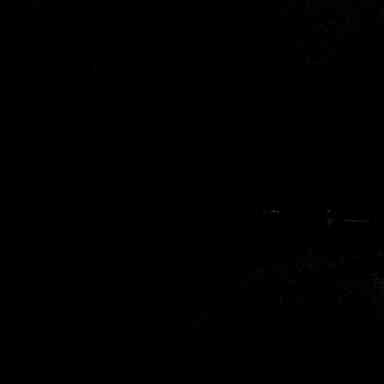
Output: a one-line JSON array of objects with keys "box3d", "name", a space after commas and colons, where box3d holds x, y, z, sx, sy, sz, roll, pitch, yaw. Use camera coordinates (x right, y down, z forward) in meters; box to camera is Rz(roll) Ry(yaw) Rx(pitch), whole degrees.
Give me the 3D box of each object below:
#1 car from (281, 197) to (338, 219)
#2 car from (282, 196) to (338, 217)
[{"box3d": [9.793, 1.454, 27.969, 1.812, 1.442, 4.674, 1, 0, -44], "name": "car"}, {"box3d": [11.171, 1.298, 31.625, 2.097, 1.767, 4.553, 1, 0, -43], "name": "car"}]
